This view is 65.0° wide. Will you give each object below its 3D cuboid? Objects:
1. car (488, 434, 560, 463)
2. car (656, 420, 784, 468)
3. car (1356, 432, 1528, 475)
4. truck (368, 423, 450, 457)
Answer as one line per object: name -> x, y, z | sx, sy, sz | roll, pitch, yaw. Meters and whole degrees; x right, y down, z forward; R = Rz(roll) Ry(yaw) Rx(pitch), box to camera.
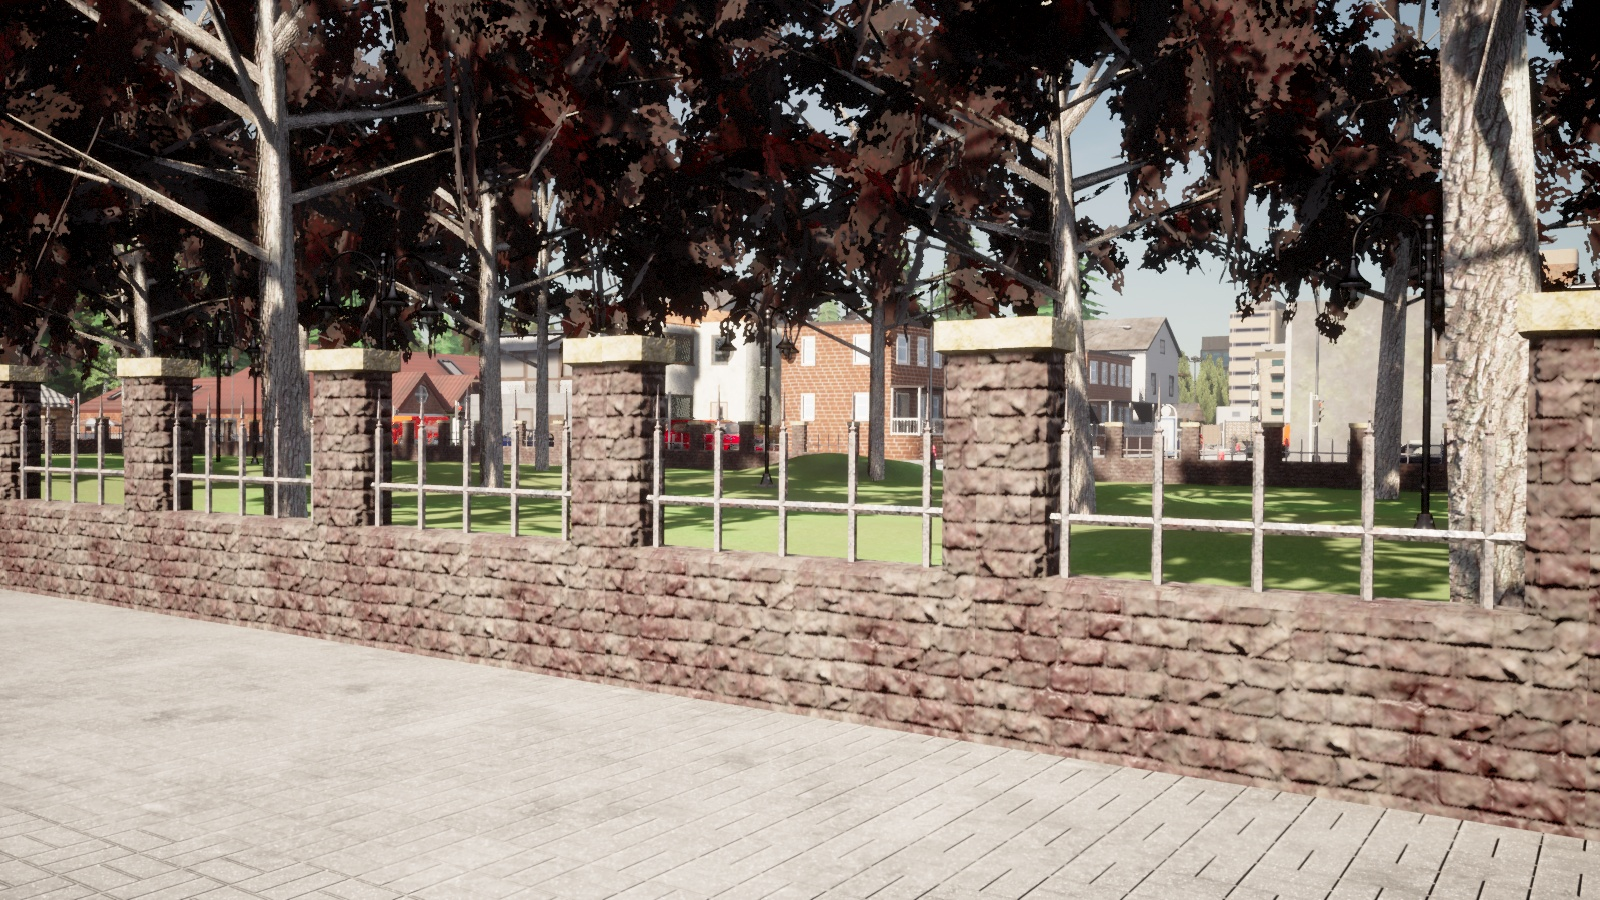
car -> -15.112, -0.091, 68.697 | 3.705, 1.549, 1.789 | 0, 1, 34
car -> -3.616, -0.285, 56.229 | 5.566, 2.045, 2.150 | 0, 1, 34
car -> 20.488, 0.098, 40.169 | 4.718, 1.301, 1.895 | 0, 1, 34
truck -> -28.542, -0.749, 91.815 | 2.627, 2.467, 5.204 | 0, 1, 34
